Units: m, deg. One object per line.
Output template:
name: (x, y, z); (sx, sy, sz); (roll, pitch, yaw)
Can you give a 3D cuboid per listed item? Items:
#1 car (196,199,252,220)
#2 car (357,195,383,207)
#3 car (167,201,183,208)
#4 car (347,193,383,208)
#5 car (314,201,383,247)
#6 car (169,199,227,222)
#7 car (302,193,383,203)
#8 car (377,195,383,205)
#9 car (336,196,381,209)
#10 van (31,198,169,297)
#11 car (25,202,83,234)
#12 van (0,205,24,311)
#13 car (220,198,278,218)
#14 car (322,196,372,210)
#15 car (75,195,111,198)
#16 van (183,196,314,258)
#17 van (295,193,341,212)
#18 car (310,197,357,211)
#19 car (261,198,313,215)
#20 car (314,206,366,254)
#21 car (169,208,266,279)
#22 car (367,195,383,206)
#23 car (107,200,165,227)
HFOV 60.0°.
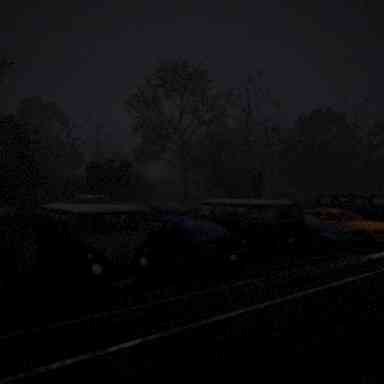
car: (2.632, 1.416, 28.589); (2.163, 1.488, 4.792); (-1, 0, -36)
car: (25.220, 1.191, 44.718); (2.097, 1.535, 5.008); (0, 0, -36)
car: (-1.869, 1.426, 25.340); (2.097, 1.535, 5.008); (-1, 0, -36)
car: (22.947, 1.084, 43.124); (2.185, 1.767, 4.553); (0, 0, -36)
car: (6.536, 1.416, 15.037); (1.946, 1.575, 5.366); (-1, 0, -36)
car: (0.388, 1.407, 26.956); (2.231, 1.521, 4.892); (-1, 0, -36)
car: (8.724, 1.147, 16.795); (2.435, 2.045, 5.566); (0, 0, -36)
car: (29.720, 1.184, 47.966); (2.163, 1.488, 4.792); (0, 0, -36)
car: (20.710, 1.268, 41.482); (2.002, 1.452, 4.674); (0, 0, -36)
van: (-2.628, 1.272, 8.566); (1.878, 1.987, 4.442); (-1, 0, -36)
car: (-8.634, 1.487, 20.487); (2.231, 1.521, 4.892); (-1, 0, -36)
van: (-5.042, 1.287, 7.126); (1.878, 1.987, 4.442); (0, 0, -36)
car: (5.014, 1.363, 30.029); (1.946, 1.575, 5.366); (-1, 0, -36)
car: (18.454, 1.247, 39.865); (2.097, 1.535, 5.008); (0, 0, -36)
car: (-6.366, 1.214, 22.082); (2.435, 2.045, 5.566); (-1, 0, -36)
van: (1.799, 1.233, 12.020); (1.878, 1.987, 4.442); (-1, 0, -36)
van: (13.866, 1.061, 36.733); (1.878, 1.987, 4.442); (-1, 0, -36)
car: (16.194, 1.307, 38.251); (2.002, 1.452, 4.674); (-1, 0, -36)
car: (9.438, 1.356, 33.386); (2.163, 1.488, 4.792); (-1, 0, -36)
car: (4.147, 1.479, 13.559); (2.002, 1.452, 4.674); (-1, 0, -36)
car: (-0.408, 1.479, 10.291); (2.097, 1.535, 5.008); (-1, 0, -36)
car: (27.484, 1.173, 46.323); (2.231, 1.521, 4.892); (0, 0, -36)
car: (-4.127, 1.446, 23.725); (2.097, 1.535, 5.008); (-1, 0, -36)
